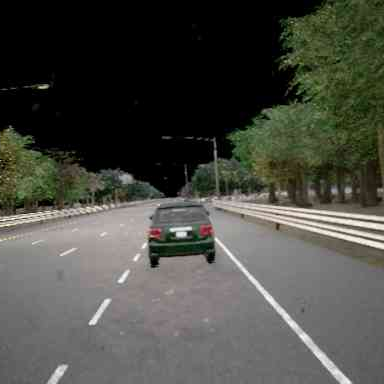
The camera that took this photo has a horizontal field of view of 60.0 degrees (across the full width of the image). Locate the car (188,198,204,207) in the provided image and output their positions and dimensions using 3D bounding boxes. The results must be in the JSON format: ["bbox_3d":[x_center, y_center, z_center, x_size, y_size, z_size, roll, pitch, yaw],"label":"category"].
[{"bbox_3d":[0.893,2.194,69.759,1.882,1.535,5.008,-4,-1,16],"label":"car"}]

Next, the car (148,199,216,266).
[{"bbox_3d":[-0.427,1.387,12.562,2.150,2.045,5.566,-4,-1,-2],"label":"car"}]

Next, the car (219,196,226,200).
[{"bbox_3d":[8.134,1.959,88.423,1.837,1.490,4.892,-4,-1,29],"label":"car"}]

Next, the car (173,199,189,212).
[{"bbox_3d":[-1.698,2.027,51.526,2.097,1.767,4.553,-3,-1,2],"label":"car"}]

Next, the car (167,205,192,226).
[{"bbox_3d":[-1.067,1.912,28.190,1.812,1.442,4.674,-4,-1,-2],"label":"car"}]
